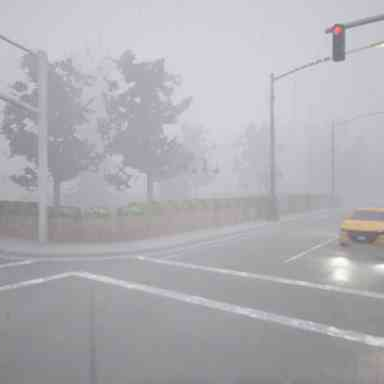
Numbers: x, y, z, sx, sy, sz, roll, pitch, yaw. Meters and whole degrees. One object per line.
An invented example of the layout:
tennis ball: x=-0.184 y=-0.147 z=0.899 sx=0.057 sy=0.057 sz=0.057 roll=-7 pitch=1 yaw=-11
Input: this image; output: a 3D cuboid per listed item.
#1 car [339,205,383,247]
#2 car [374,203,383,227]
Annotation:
car: x=7.746 y=1.417 z=14.302 sx=1.882 sy=1.535 sz=5.008 roll=0 pitch=0 yaw=36
car: x=13.583 y=1.475 z=22.238 sx=1.895 sy=1.301 sz=4.718 roll=0 pitch=0 yaw=36
